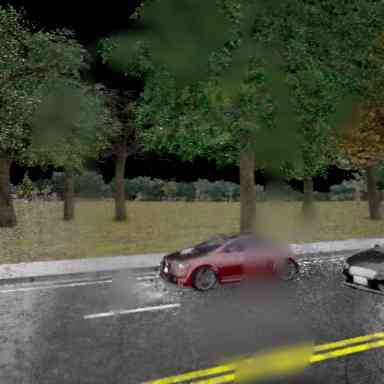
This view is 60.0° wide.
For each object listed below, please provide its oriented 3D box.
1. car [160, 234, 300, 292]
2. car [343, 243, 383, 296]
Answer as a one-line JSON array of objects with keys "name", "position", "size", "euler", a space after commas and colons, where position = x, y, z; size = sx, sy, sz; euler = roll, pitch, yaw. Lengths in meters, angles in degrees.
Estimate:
[{"name": "car", "position": [1.137, 2.011, 10.139], "size": [4.181, 1.385, 1.994], "euler": [0, -3, -21]}, {"name": "car", "position": [6.178, 1.781, 8.620], "size": [4.902, 1.511, 2.128], "euler": [0, -3, -21]}]
